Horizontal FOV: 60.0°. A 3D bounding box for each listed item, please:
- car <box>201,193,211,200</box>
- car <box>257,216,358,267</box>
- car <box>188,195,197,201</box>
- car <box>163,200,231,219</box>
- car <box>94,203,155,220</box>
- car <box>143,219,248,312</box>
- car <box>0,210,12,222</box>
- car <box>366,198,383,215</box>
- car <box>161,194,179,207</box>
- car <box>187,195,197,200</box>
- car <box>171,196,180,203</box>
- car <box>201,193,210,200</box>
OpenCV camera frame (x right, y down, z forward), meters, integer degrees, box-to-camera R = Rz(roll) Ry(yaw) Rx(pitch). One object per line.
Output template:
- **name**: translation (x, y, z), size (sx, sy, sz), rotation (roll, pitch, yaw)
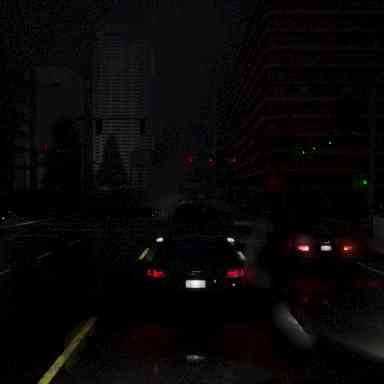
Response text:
- **car**: translation (3.566, 1.493, 80.558), size (1.837, 1.490, 4.892), rotation (0, 0, 0)
- **car**: translation (3.599, 1.547, 11.398), size (2.033, 1.411, 5.357), rotation (0, 0, 0)
- **car**: translation (0.066, 1.534, 81.417), size (2.033, 1.411, 5.357), rotation (0, 0, 0)
- **car**: translation (0.476, 1.512, 23.789), size (4.674, 1.442, 1.812), rotation (0, 0, 0)
- **car**: translation (-5.434, 1.588, 27.251), size (4.718, 1.301, 1.895), rotation (0, 0, 0)
- **car**: translation (0.075, 1.564, 7.778), size (1.994, 1.385, 4.181), rotation (0, 0, 0)
- **car**: translation (-15.446, 1.545, 23.587), size (4.718, 1.301, 1.895), rotation (0, 0, 3)
- **car**: translation (17.518, 1.296, 28.626), size (4.553, 1.767, 2.097), rotation (0, 0, -10)
- **car**: translation (-3.554, 1.491, 50.726), size (2.128, 1.511, 4.902), rotation (0, 0, 0)
- **car**: translation (0.085, 1.501, 71.071), size (1.837, 1.490, 4.892), rotation (0, 0, 0)
- **car**: translation (-3.443, 1.524, 70.629), size (1.812, 1.442, 4.674), rotation (0, 0, 0)
- **car**: translation (3.574, 1.207, 90.442), size (2.150, 2.045, 5.566), rotation (0, 0, 0)
